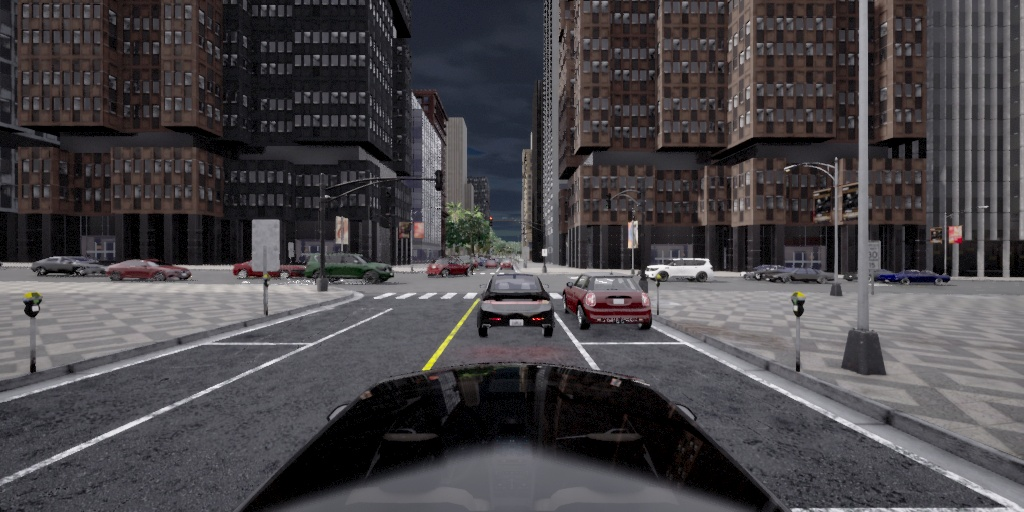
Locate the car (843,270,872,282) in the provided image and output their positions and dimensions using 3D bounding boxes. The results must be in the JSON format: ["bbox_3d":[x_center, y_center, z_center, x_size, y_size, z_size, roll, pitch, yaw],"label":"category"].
[{"bbox_3d":[34.730,1.838,34.697,4.181,1.385,1.994,1,0,-1],"label":"car"}]

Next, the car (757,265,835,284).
[{"bbox_3d":[25.022,1.684,31.369,5.357,1.411,2.033,1,0,0],"label":"car"}]

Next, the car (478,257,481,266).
[{"bbox_3d":[-6.664,1.251,59.338,1.882,1.535,5.008,0,0,0],"label":"car"}]

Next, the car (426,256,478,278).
[{"bbox_3d":[-5.758,1.043,33.675,2.097,1.767,4.553,0,0,36],"label":"car"}]

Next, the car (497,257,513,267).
[{"bbox_3d":[-0.755,1.198,52.527,1.967,1.591,4.097,0,0,-1],"label":"car"}]

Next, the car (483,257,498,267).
[{"bbox_3d":[-3.528,1.347,63.551,1.994,1.385,4.181,0,0,0],"label":"car"}]

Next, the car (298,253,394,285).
[{"bbox_3d":[-10.956,0.850,24.353,5.566,2.045,2.150,1,0,-1],"label":"car"}]

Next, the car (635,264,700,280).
[{"bbox_3d":[14.909,1.533,34.523,5.357,1.411,2.033,1,0,1],"label":"car"}]

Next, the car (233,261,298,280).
[{"bbox_3d":[-18.532,0.995,27.541,5.008,1.535,1.882,1,0,0],"label":"car"}]

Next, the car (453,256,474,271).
[{"bbox_3d":[-6.583,0.973,49.348,2.150,2.045,5.566,0,0,0],"label":"car"}]

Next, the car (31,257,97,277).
[{"bbox_3d":[-33.452,0.798,27.409,4.902,1.511,2.128,1,0,-1],"label":"car"}]

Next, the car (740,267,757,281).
[{"bbox_3d":[24.708,1.619,34.618,4.902,1.511,2.128,1,0,-1],"label":"car"}]

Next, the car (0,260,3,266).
[{"bbox_3d":[-51.913,0.572,33.941,5.357,1.411,2.033,1,0,-1],"label":"car"}]

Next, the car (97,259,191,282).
[{"bbox_3d":[-24.513,0.963,24.240,4.674,1.442,1.812,1,0,-1],"label":"car"}]

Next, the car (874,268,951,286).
[{"bbox_3d":[35.077,1.884,31.448,4.718,1.301,1.895,1,0,0],"label":"car"}]

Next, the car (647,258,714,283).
[{"bbox_3d":[14.510,1.205,31.259,5.566,2.045,2.150,1,0,1],"label":"car"}]

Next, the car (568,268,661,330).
[{"bbox_3d":[2.735,1.190,11.146,1.967,1.591,4.097,0,0,0],"label":"car"}]

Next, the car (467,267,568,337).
[{"bbox_3d":[0.077,1.241,10.260,2.128,1.511,4.902,0,0,-1],"label":"car"}]
